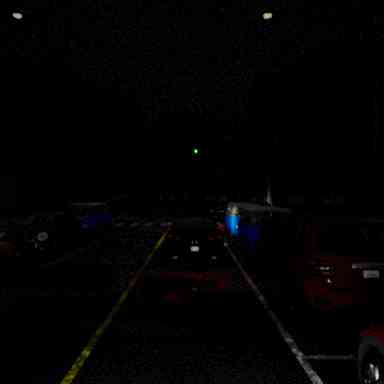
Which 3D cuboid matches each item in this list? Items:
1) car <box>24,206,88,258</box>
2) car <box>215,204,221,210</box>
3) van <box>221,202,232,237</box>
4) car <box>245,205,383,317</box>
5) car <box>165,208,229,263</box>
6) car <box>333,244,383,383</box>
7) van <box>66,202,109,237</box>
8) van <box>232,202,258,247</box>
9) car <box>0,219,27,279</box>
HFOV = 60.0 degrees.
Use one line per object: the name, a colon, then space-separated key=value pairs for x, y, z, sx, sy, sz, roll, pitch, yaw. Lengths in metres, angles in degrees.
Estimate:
car: x=-5.771 y=1.522 z=12.932 sx=1.967 sy=1.590 sz=4.097 roll=0 pitch=0 yaw=0
car: x=3.299 y=1.700 z=26.990 sx=2.128 sy=1.511 sz=4.902 roll=0 pitch=-1 yaw=39
van: x=2.751 y=1.457 z=18.376 sx=1.690 sy=1.788 sz=3.998 roll=0 pitch=0 yaw=0
car: x=2.757 y=1.363 z=7.501 sx=2.192 sy=1.841 sz=5.009 roll=0 pitch=0 yaw=0
car: x=0.093 y=1.556 z=12.361 sx=1.882 sy=1.535 sz=5.008 roll=0 pitch=-1 yaw=0
car: x=2.761 y=1.454 z=2.062 sx=1.967 sy=1.590 sz=4.097 roll=0 pitch=0 yaw=0
van: x=-5.775 y=1.458 z=18.371 sx=1.690 sy=1.788 sz=3.998 roll=0 pitch=0 yaw=0
van: x=2.754 y=1.423 z=12.938 sx=1.690 sy=1.788 sz=3.998 roll=0 pitch=0 yaw=0
car: x=-5.767 y=1.572 z=7.325 sx=1.752 sy=1.417 sz=4.829 roll=0 pitch=0 yaw=0
